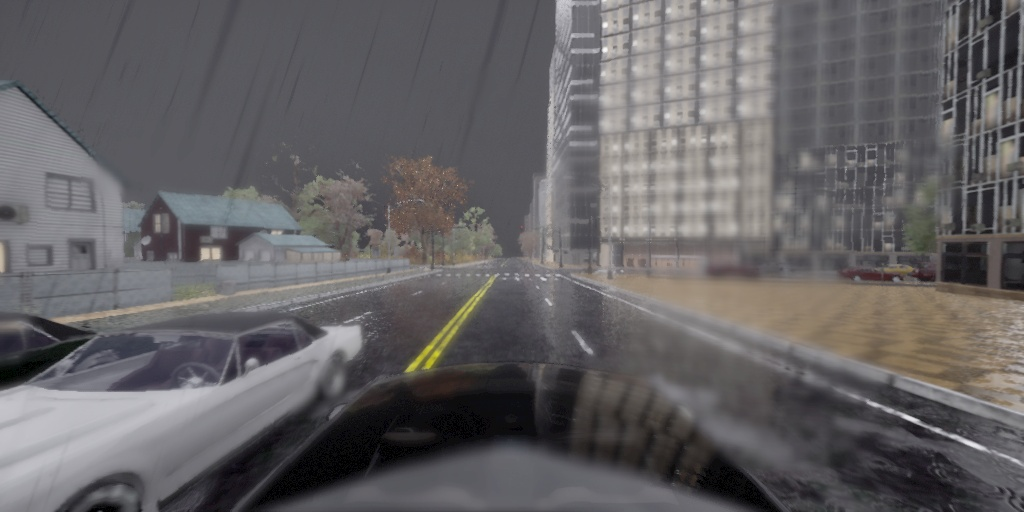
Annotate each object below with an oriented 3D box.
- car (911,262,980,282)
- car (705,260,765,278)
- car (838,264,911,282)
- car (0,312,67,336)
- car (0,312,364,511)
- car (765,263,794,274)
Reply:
[{"bbox_3d":[38.982,1.510,31.763,5.009,1.841,2.192,0,0,20],"label":"car"},{"bbox_3d":[23.012,1.372,37.610,5.009,1.841,2.192,0,0,20],"label":"car"},{"bbox_3d":[33.658,1.694,33.712,4.507,1.381,1.888,0,0,20],"label":"car"},{"bbox_3d":[-6.600,1.349,3.607,1.895,1.301,4.718,0,0,0],"label":"car"},{"bbox_3d":[-3.350,1.349,3.613,1.895,1.301,4.718,0,0,0],"label":"car"},{"bbox_3d":[31.045,1.444,43.058,4.403,1.370,2.007,0,0,20],"label":"car"}]
